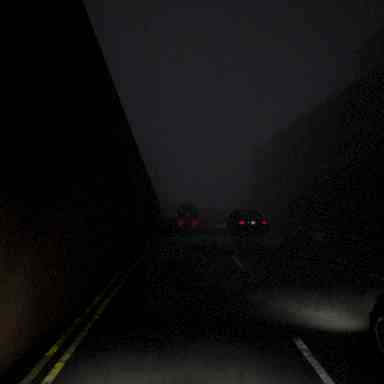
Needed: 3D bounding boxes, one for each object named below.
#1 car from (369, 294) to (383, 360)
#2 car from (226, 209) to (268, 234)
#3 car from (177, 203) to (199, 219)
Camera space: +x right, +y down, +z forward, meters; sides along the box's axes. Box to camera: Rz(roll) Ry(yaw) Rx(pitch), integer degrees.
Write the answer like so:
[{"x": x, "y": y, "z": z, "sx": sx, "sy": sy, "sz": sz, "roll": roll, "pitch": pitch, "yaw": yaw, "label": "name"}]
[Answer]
[{"x": 3.506, "y": 1.555, "z": 2.897, "sx": 1.812, "sy": 1.442, "sz": 4.674, "roll": 0, "pitch": 0, "yaw": -1, "label": "car"}, {"x": 3.241, "y": 1.735, "z": 20.362, "sx": 2.033, "sy": 1.411, "sz": 5.357, "roll": 0, "pitch": -1, "yaw": -1, "label": "car"}, {"x": -0.447, "y": 1.825, "z": 32.933, "sx": 1.812, "sy": 1.442, "sz": 4.674, "roll": 0, "pitch": -1, "yaw": -1, "label": "car"}]
